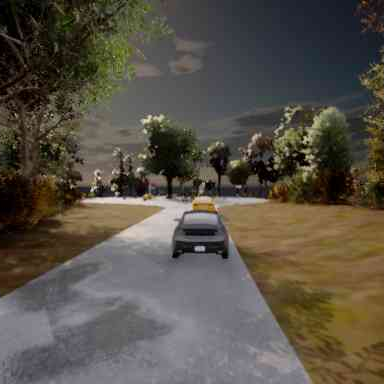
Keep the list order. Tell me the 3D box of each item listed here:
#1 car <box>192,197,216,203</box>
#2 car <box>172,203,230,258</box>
[{"bbox_3d":[1.006,1.143,28.470,1.882,1.535,5.008,0,1,3],"label":"car"},{"bbox_3d":[0.352,1.411,12.434,1.837,1.490,4.892,0,1,3],"label":"car"}]
